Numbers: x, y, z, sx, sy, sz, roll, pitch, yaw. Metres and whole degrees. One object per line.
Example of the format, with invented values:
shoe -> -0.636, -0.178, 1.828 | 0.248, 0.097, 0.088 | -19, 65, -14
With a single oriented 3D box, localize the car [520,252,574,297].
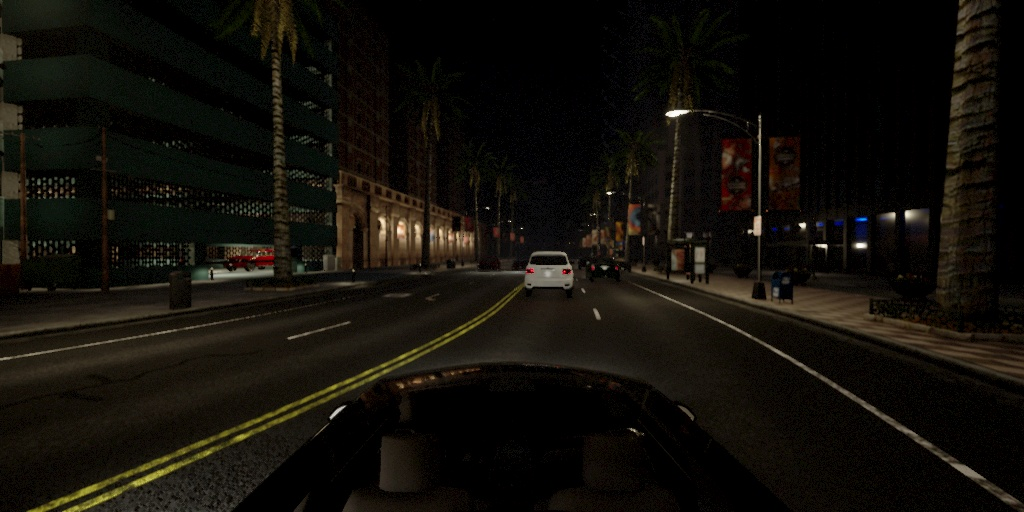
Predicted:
car -> 1.917, 0.807, 18.006 | 2.150, 2.045, 5.566 | 0, 1, 8

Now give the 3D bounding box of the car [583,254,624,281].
car -> 6.629, 0.859, 26.546 | 2.097, 1.767, 4.553 | 0, 0, 8

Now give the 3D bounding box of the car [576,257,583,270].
car -> 8.846, 0.845, 42.821 | 1.837, 1.490, 4.892 | 0, -1, 8

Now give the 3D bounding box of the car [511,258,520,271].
car -> 1.116, 0.928, 39.212 | 1.994, 1.385, 4.181 | 0, 1, 8

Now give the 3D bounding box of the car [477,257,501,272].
car -> -2.430, 0.834, 39.108 | 1.882, 1.535, 5.008 | 0, 1, 8
